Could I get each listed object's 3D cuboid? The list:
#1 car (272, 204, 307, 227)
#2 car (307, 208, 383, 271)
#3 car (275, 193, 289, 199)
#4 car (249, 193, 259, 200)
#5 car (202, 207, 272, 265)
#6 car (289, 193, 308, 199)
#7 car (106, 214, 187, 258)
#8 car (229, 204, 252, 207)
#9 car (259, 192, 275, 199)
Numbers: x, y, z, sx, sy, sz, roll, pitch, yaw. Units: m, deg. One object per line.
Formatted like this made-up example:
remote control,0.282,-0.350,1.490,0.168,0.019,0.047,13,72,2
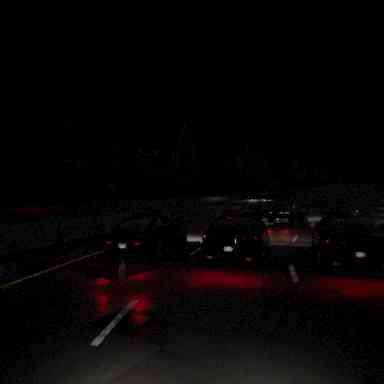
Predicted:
car,6.800,1.573,23.518,2.128,1.511,4.902,0,0,32
car,5.097,1.502,11.100,1.882,1.535,5.008,0,0,16
car,20.987,0.919,75.143,1.837,1.490,4.892,0,1,35
car,15.219,0.986,79.109,2.128,1.511,4.902,0,1,35
car,1.731,1.518,12.059,1.882,1.535,5.008,0,0,16
car,23.872,0.938,73.162,2.033,1.411,5.357,0,1,35
car,-1.634,1.582,13.018,1.812,1.442,4.674,0,0,16
car,3.826,1.631,25.362,1.812,1.442,4.674,0,0,32
car,18.117,0.794,77.148,2.097,1.767,4.553,0,1,35
